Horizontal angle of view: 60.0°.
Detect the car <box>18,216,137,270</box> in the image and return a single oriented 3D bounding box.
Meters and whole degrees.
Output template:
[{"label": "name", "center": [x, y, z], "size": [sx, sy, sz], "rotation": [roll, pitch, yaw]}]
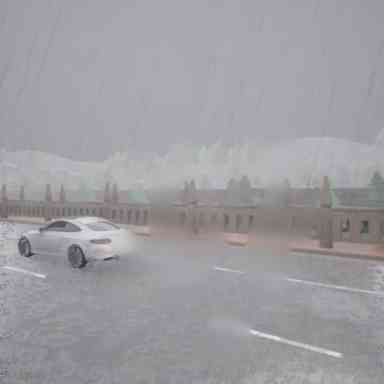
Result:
[{"label": "car", "center": [-3.876, 1.526, 11.063], "size": [4.674, 1.442, 1.812], "rotation": [0, 0, 36]}]
